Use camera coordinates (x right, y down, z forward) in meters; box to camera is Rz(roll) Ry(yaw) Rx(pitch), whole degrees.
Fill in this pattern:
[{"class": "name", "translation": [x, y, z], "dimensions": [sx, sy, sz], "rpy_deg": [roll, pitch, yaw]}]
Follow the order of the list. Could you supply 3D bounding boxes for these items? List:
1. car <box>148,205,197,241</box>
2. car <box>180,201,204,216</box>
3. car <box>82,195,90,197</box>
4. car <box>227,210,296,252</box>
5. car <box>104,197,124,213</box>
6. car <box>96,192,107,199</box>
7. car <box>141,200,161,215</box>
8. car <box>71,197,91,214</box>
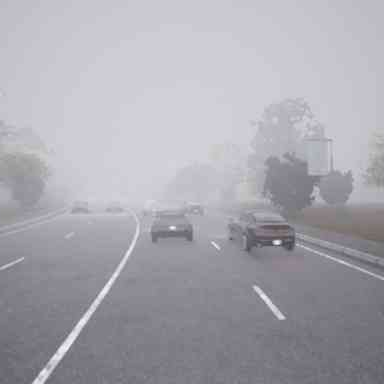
[{"class": "car", "translation": [-1.093, 1.586, 16.962], "dimensions": [1.994, 1.385, 4.181], "rpy_deg": [0, 0, -6]}, {"class": "car", "translation": [-0.130, 1.565, 32.213], "dimensions": [1.812, 1.442, 4.674], "rpy_deg": [0, 0, -12]}, {"class": "car", "translation": [-24.442, 1.338, 76.092], "dimensions": [1.812, 1.442, 4.674], "rpy_deg": [0, 0, -19]}, {"class": "car", "translation": [2.753, 1.515, 14.061], "dimensions": [1.837, 1.490, 4.892], "rpy_deg": [0, 0, -5]}, {"class": "car", "translation": [-8.727, 1.582, 37.427], "dimensions": [1.812, 1.442, 4.674], "rpy_deg": [0, 0, -14]}, {"class": "car", "translation": [-21.116, 1.038, 77.184], "dimensions": [2.150, 2.045, 5.566], "rpy_deg": [0, 0, -19]}, {"class": "car", "translation": [-4.162, 1.573, 34.249], "dimensions": [1.812, 1.442, 4.674], "rpy_deg": [0, 0, -13]}, {"class": "car", "translation": [-11.991, 1.606, 36.138], "dimensions": [2.033, 1.411, 5.357], "rpy_deg": [0, 0, -14]}]
